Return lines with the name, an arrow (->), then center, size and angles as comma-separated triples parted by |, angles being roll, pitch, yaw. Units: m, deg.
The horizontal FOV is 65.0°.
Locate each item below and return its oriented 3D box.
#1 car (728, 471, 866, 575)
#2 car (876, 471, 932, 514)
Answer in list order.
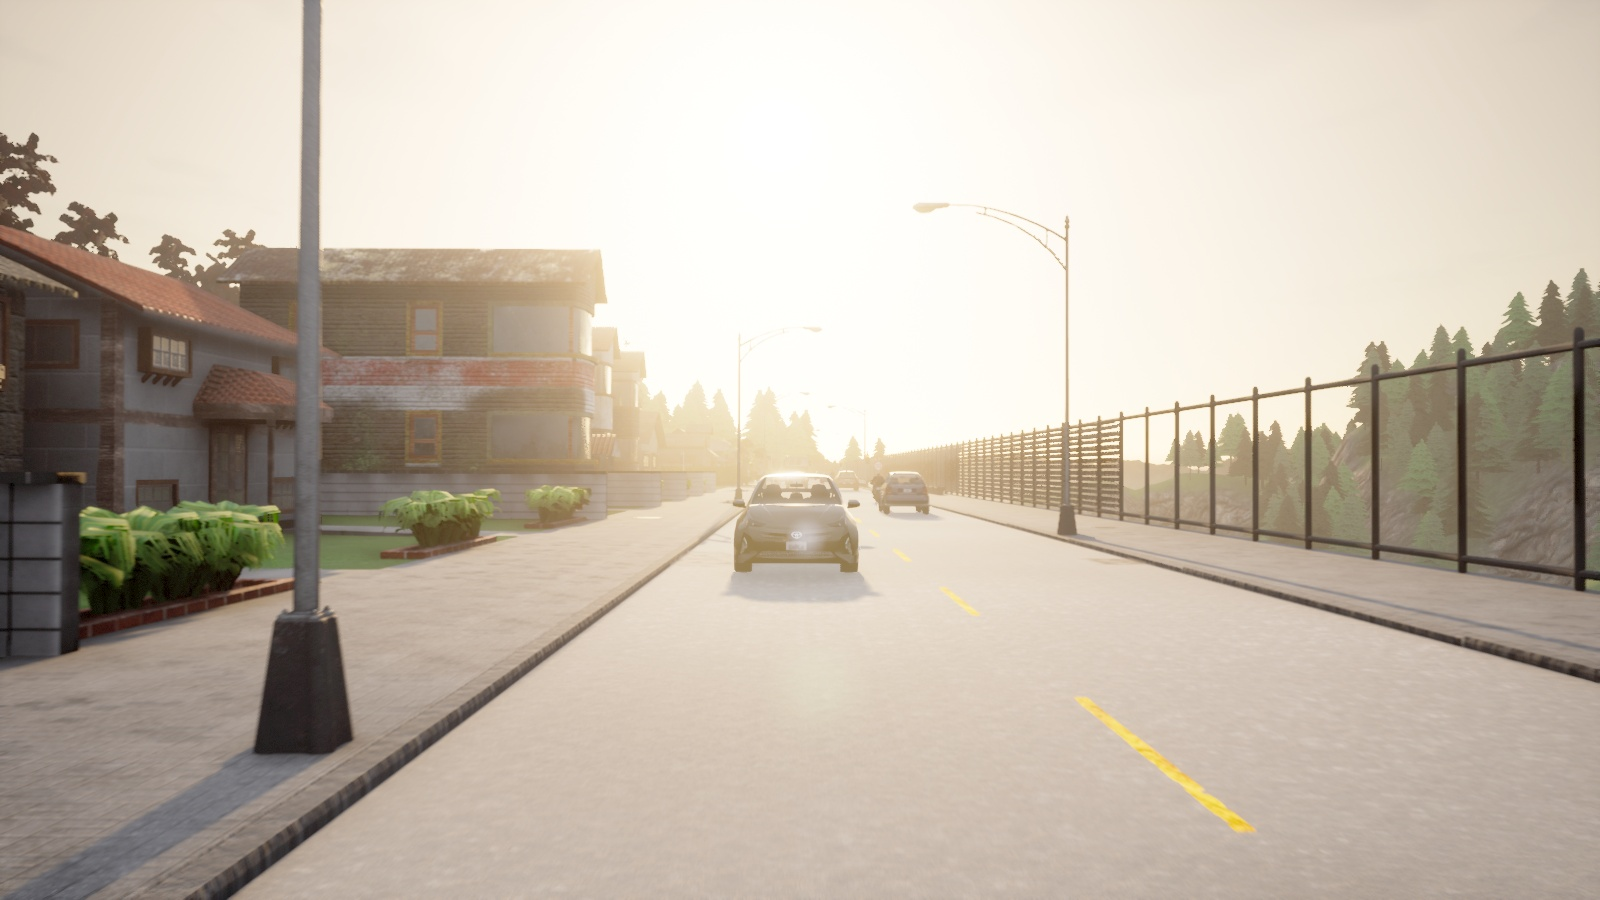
car -> -0.051, 1.108, 20.668 | 2.007, 1.525, 4.514 | 0, -1, 0
car -> 3.885, 1.571, 47.412 | 1.789, 1.549, 3.705 | 0, -1, 0
